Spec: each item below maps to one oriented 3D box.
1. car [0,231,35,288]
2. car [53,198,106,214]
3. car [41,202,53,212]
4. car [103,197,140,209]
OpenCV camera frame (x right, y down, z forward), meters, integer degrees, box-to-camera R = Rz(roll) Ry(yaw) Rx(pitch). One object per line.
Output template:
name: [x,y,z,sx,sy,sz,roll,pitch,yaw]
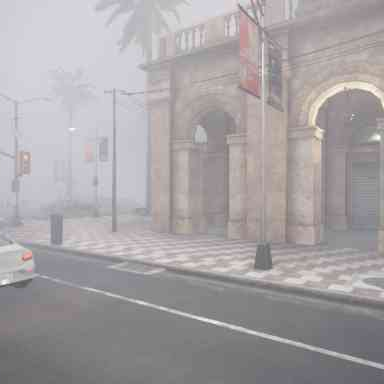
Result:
car: [-5.564,1.526,7.919,4.674,1.442,1.812,0,0,36]
car: [-12.037,1.601,35.886,1.895,1.301,4.718,0,0,36]
car: [-14.866,1.505,38.300,1.837,1.490,4.892,0,0,36]
car: [-9.473,1.601,45.839,1.895,1.301,4.718,0,0,36]
